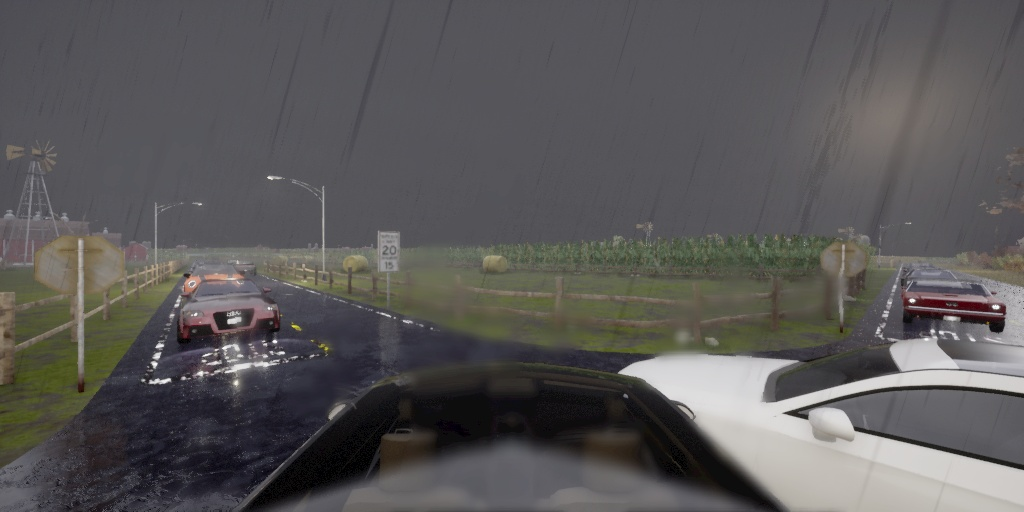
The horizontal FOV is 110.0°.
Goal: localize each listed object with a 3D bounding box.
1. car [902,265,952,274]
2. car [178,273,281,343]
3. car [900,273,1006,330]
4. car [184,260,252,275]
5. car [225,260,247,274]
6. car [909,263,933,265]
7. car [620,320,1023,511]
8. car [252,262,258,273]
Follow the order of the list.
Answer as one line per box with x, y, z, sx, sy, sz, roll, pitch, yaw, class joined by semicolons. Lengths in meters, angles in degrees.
20.727;1.348;17.761;5.357;1.411;2.033;0;1;-42;car
-7.869;1.351;9.937;1.994;1.385;4.181;0;0;-42;car
13.600;1.389;11.251;4.718;1.301;1.895;0;1;-43;car
-13.596;1.132;16.463;2.097;1.767;4.553;0;0;-41;car
-33.381;1.281;43.300;1.837;1.490;4.892;0;0;-41;car
27.528;1.380;23.965;4.181;1.385;1.994;0;1;-42;car
2.853;1.293;2.269;1.812;1.442;4.674;0;1;-43;car
-26.716;1.264;35.792;2.128;1.511;4.902;0;0;-41;car
